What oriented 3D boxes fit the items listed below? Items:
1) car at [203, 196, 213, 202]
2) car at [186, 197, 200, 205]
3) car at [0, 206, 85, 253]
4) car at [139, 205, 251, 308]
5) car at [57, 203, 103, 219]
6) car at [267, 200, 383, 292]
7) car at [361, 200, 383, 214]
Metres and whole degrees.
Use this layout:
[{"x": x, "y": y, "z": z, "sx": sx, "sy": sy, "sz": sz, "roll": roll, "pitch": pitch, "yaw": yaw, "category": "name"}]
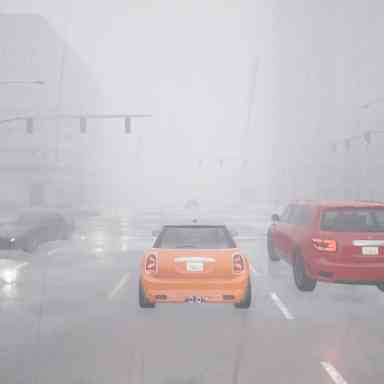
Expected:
[{"x": 3.617, "y": 1.524, "z": 74.412, "sx": 1.812, "sy": 1.442, "sz": 4.674, "roll": 0, "pitch": 0, "yaw": 0, "category": "car"}, {"x": 0.085, "y": 1.526, "z": 50.880, "sx": 1.812, "sy": 1.442, "sz": 4.674, "roll": 0, "pitch": 0, "yaw": 2, "category": "car"}, {"x": -6.667, "y": 1.547, "z": 14.013, "sx": 2.033, "sy": 1.411, "sz": 5.357, "roll": 0, "pitch": 0, "yaw": 4, "category": "car"}, {"x": 0.070, "y": 1.352, "z": 8.060, "sx": 2.097, "sy": 1.767, "sz": 4.553, "roll": 0, "pitch": 0, "yaw": 1, "category": "car"}, {"x": -10.107, "y": 1.601, "z": 28.388, "sx": 4.718, "sy": 1.301, "sz": 1.895, "roll": 0, "pitch": 0, "yaw": 1, "category": "car"}, {"x": 3.548, "y": 1.221, "z": 9.082, "sx": 2.150, "sy": 2.045, "sz": 5.566, "roll": 0, "pitch": 0, "yaw": 2, "category": "car"}, {"x": 20.510, "y": 1.564, "z": 35.231, "sx": 4.181, "sy": 1.385, "sz": 1.994, "roll": 0, "pitch": 0, "yaw": 1, "category": "car"}]
